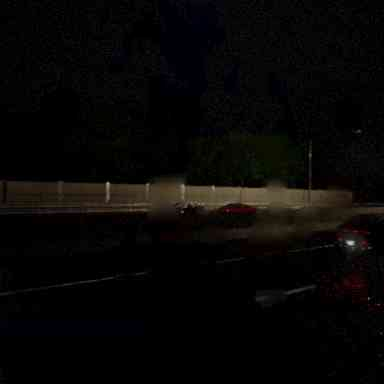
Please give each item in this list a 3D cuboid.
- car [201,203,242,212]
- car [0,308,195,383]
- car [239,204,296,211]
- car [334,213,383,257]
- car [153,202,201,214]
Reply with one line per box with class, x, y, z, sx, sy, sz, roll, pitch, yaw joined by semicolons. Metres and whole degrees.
car;3.505;1.675;27.983;5.008;1.535;1.882;1;-1;-35
car;-2.240;1.596;2.148;4.718;1.301;1.895;1;0;-36
car;6.554;1.761;25.858;5.357;1.411;2.033;1;-1;-35
car;7.785;1.641;13.599;4.892;1.490;1.837;1;0;-36
car;-1.109;1.649;28.993;4.902;1.511;2.128;1;0;-35
